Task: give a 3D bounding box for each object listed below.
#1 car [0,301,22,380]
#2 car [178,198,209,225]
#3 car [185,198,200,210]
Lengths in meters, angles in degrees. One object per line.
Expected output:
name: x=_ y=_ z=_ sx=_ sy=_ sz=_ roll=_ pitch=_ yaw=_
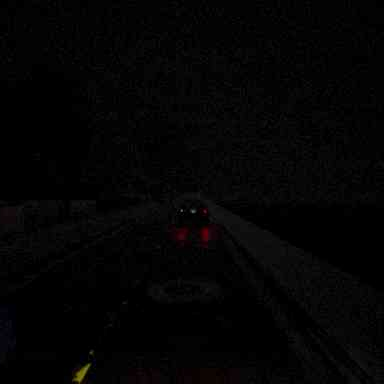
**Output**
car: x=-2.848 y=1.548 z=1.452 sx=2.033 sy=1.411 sz=5.357 roll=0 pitch=0 yaw=0
car: x=0.091 y=1.355 z=24.516 sx=2.097 sy=1.767 sz=4.553 roll=0 pitch=0 yaw=0
car: x=0.088 y=1.527 z=42.859 sx=1.812 sy=1.442 sz=4.674 roll=0 pitch=0 yaw=0
